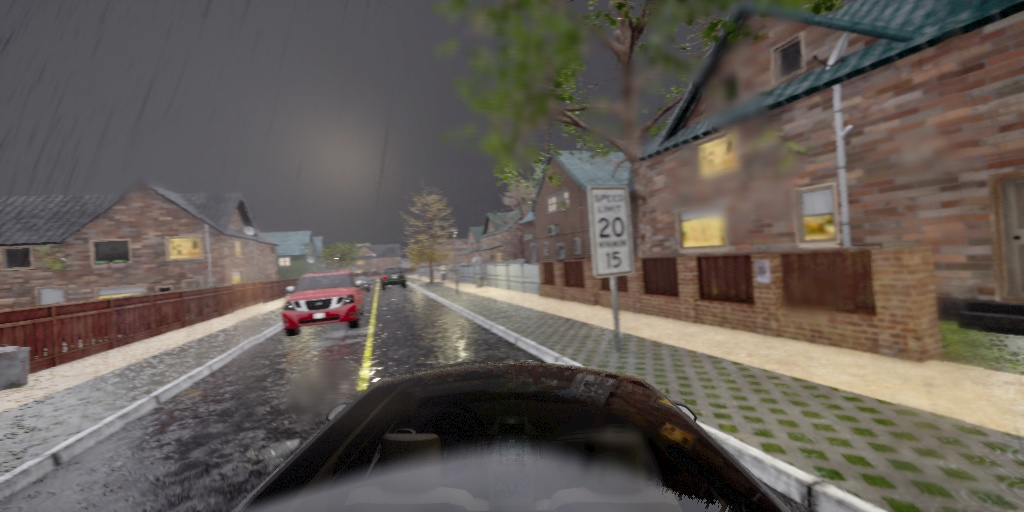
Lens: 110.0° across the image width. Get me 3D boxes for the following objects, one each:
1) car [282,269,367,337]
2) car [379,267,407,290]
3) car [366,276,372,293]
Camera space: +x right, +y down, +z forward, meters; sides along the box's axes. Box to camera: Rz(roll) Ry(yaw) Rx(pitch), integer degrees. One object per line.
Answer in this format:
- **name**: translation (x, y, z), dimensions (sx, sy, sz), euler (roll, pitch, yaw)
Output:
- **car**: translation (-6.934, 1.584, 13.655), dimensions (2.150, 2.045, 5.566), euler (-4, 0, -20)
- **car**: translation (-11.329, 2.077, 34.195), dimensions (2.150, 2.045, 5.566), euler (-4, 0, -20)
- **car**: translation (-13.525, 2.512, 31.774), dimensions (1.837, 1.490, 4.892), euler (-4, -1, -20)
